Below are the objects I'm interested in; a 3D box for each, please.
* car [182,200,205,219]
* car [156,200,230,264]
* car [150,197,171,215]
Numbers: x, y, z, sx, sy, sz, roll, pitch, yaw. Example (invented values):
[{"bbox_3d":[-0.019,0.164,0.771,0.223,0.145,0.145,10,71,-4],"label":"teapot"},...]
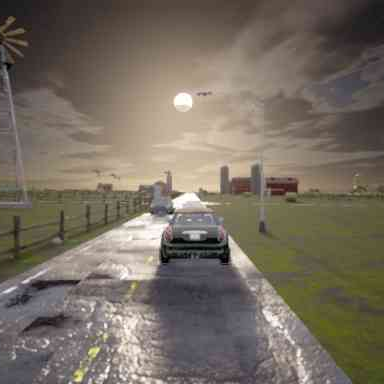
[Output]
[{"bbox_3d":[0.098,1.436,28.861,1.812,1.442,4.674,0,0,0],"label":"car"},{"bbox_3d":[0.091,1.315,11.796,2.097,1.767,4.553,0,0,0],"label":"car"},{"bbox_3d":[-2.839,1.252,32.315,2.097,1.767,4.553,0,0,0],"label":"car"}]
